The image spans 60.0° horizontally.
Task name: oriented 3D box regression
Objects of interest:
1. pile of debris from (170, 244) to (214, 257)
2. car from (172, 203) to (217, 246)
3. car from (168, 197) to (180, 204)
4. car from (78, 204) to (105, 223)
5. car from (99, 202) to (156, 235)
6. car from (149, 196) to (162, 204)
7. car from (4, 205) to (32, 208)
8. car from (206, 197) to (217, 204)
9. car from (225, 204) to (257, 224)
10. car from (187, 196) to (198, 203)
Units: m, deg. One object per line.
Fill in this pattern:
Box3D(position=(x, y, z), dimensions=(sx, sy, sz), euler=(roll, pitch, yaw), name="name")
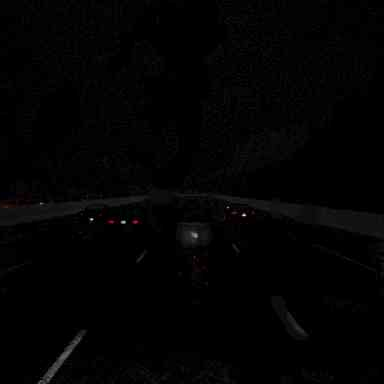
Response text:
Box3D(position=(0.002, 2.175, 12.493), dimensions=(1.500, 0.140, 1.860), euler=(0, 0, 0), name="pile of debris")
Box3D(position=(0.098, 1.490, 15.313), dimensions=(2.128, 1.511, 4.902), euler=(0, 0, 0), name="car")
Box3D(position=(-3.389, 1.558, 62.273), dimensions=(1.994, 1.385, 4.181), euler=(0, 0, 0), name="car")
Box3D(position=(-6.897, 1.588, 25.043), dimensions=(1.895, 1.301, 4.718), euler=(0, 0, 0), name="car")
Box3D(position=(-3.389, 1.541, 18.887), dimensions=(2.033, 1.411, 5.357), euler=(0, 0, 0), name="car")
Box3D(position=(-6.891, 1.513, 62.001), dimensions=(1.812, 1.442, 4.674), euler=(0, 0, 0), name="car")
Box3D(position=(-17.569, 1.446, 32.829), dimensions=(1.882, 1.535, 5.008), euler=(0, 0, 0), name="car")
Box3D(position=(3.610, 1.570, 62.220), dimensions=(1.994, 1.385, 4.181), euler=(0, 0, 0), name="car")
Box3D(position=(3.605, 1.570, 25.038), dimensions=(1.994, 1.385, 4.181), euler=(0, 0, 0), name="car")
Box3D(position=(0.106, 1.491, 62.378), dimensions=(2.128, 1.511, 4.902), euler=(0, 0, 0), name="car")
